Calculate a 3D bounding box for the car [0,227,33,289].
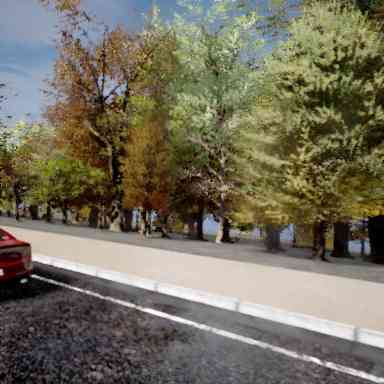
[{"bbox_3d":[-5.721,1.342,7.760,5.008,1.535,1.882,1,1,36],"label":"car"}]
